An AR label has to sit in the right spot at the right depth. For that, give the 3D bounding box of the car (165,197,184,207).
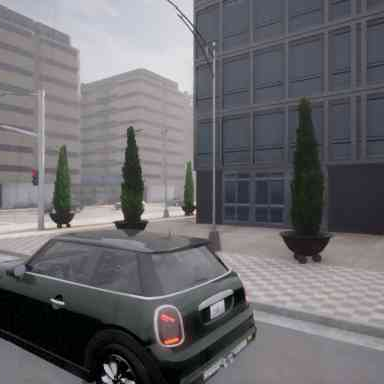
[{"bbox_3d":[-2.220,1.560,52.716,1.837,1.490,4.892,0,0,35],"label":"car"}]

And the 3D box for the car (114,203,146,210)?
[{"bbox_3d":[-8.168,1.581,44.296,1.812,1.442,4.674,0,0,35],"label":"car"}]

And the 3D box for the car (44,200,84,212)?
[{"bbox_3d":[-14.062,1.560,35.955,1.837,1.490,4.892,0,0,35],"label":"car"}]

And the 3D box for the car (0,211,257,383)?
[{"bbox_3d":[-1.439,1.352,5.018,4.553,1.767,2.097,0,0,35],"label":"car"}]
